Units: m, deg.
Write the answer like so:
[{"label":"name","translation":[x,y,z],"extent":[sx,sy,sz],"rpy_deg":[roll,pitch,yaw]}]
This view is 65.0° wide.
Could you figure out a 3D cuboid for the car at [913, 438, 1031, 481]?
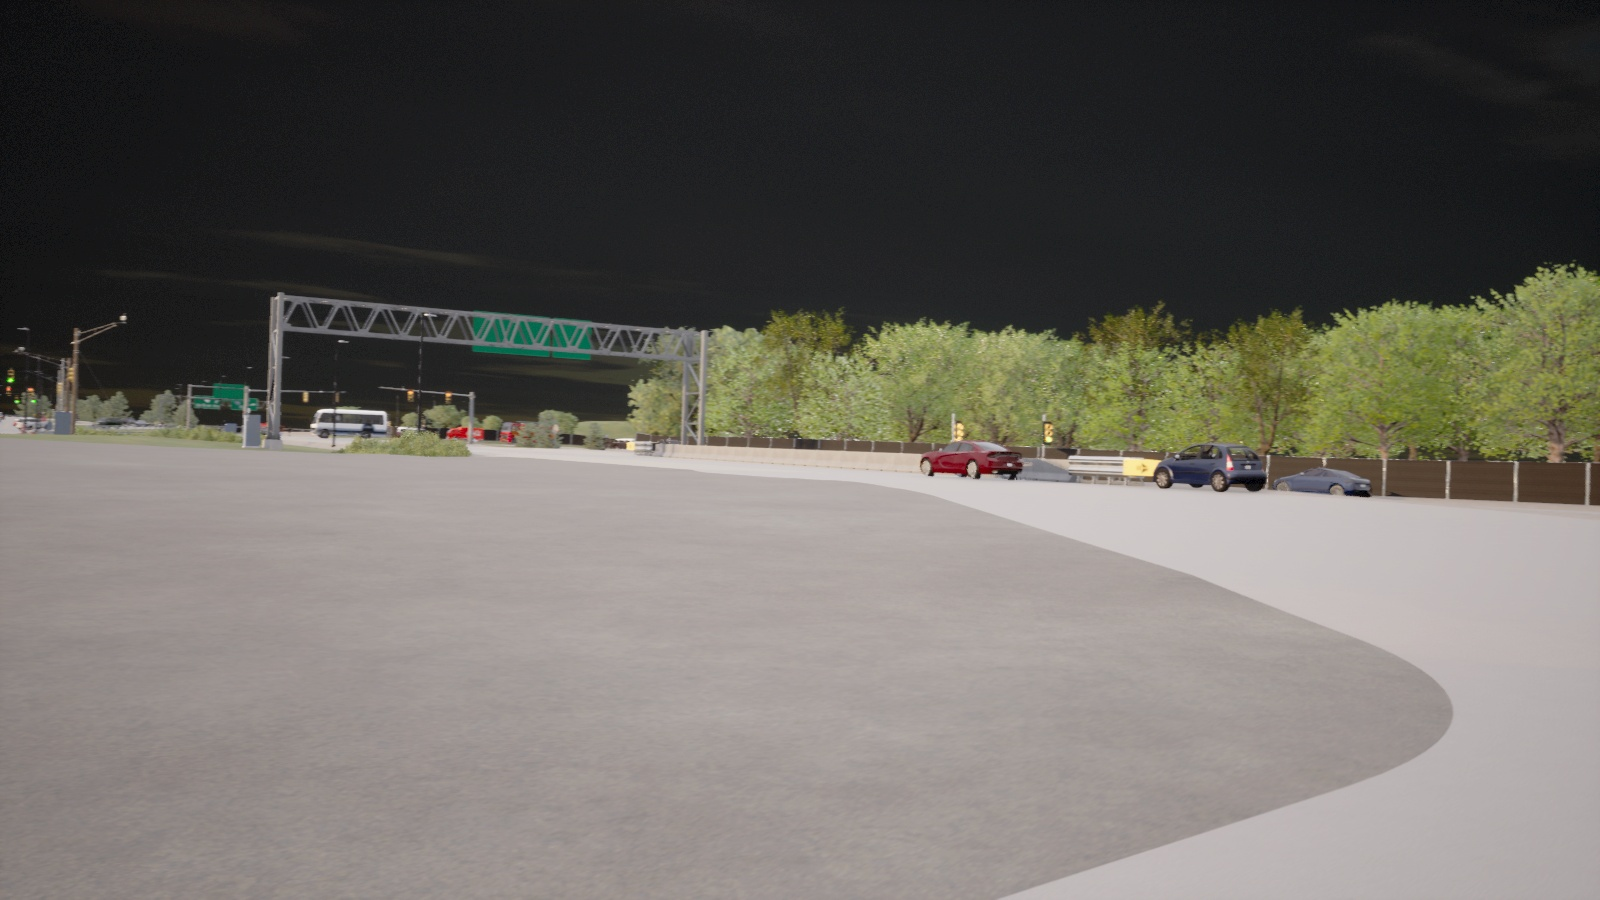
[{"label":"car","translation":[6.644,0.326,49.116],"extent":[1.882,1.535,5.008],"rpy_deg":[2,0,-29]}]

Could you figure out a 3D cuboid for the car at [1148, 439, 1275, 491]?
[{"label":"car","translation":[13.910,0.462,42.681],"extent":[1.851,1.617,3.988],"rpy_deg":[-1,1,-25]}]

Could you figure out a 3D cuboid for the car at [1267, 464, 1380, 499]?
[{"label":"car","translation":[23.049,1.370,55.454],"extent":[1.994,1.385,4.181],"rpy_deg":[2,0,-33]}]
